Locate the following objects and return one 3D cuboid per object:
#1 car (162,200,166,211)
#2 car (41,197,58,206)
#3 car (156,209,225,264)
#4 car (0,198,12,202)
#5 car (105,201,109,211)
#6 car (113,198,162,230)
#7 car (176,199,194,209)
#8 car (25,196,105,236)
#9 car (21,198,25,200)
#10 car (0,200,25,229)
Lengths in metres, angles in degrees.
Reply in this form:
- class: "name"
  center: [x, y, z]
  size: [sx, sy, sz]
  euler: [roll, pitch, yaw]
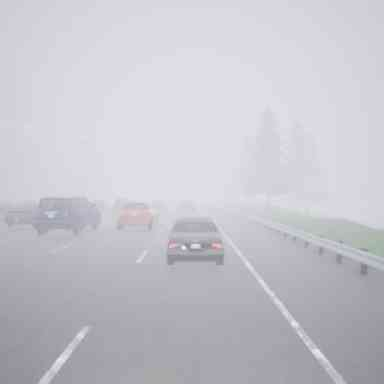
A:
- class: "car"
  center: [-4.372, 1.627, 42.456]
  size: [1.994, 1.385, 4.181]
  euler: [0, 0, -6]
- class: "car"
  center: [-24.917, 1.622, 58.340]
  size: [1.812, 1.442, 4.674]
  euler: [0, 0, -13]
- class: "car"
  center: [0.102, 1.564, 11.814]
  size: [2.033, 1.411, 5.357]
  euler: [0, 0, 0]
- class: "car"
  center: [-31.376, 1.703, 55.361]
  size: [1.895, 1.301, 4.718]
  euler: [0, 0, -12]
- class: "car"
  center: [-11.132, 1.569, 39.664]
  size: [1.837, 1.490, 4.892]
  euler: [1, 0, -5]
- class: "car"
  center: [-3.401, 1.384, 21.656]
  size: [2.097, 1.767, 4.553]
  euler: [0, 0, 0]
- class: "car"
  center: [-0.866, 1.625, 42.498]
  size: [1.994, 1.385, 4.181]
  euler: [0, 0, -6]
- class: "car"
  center: [-6.899, 1.254, 18.937]
  size: [2.150, 2.045, 5.566]
  euler: [0, 0, 0]
- class: "car"
  center: [-27.999, 1.701, 56.285]
  size: [1.895, 1.301, 4.718]
  euler: [0, 0, -12]
- class: "car"
  center: [-10.400, 1.530, 22.165]
  size: [2.128, 1.511, 4.902]
  euler: [0, 0, 0]
